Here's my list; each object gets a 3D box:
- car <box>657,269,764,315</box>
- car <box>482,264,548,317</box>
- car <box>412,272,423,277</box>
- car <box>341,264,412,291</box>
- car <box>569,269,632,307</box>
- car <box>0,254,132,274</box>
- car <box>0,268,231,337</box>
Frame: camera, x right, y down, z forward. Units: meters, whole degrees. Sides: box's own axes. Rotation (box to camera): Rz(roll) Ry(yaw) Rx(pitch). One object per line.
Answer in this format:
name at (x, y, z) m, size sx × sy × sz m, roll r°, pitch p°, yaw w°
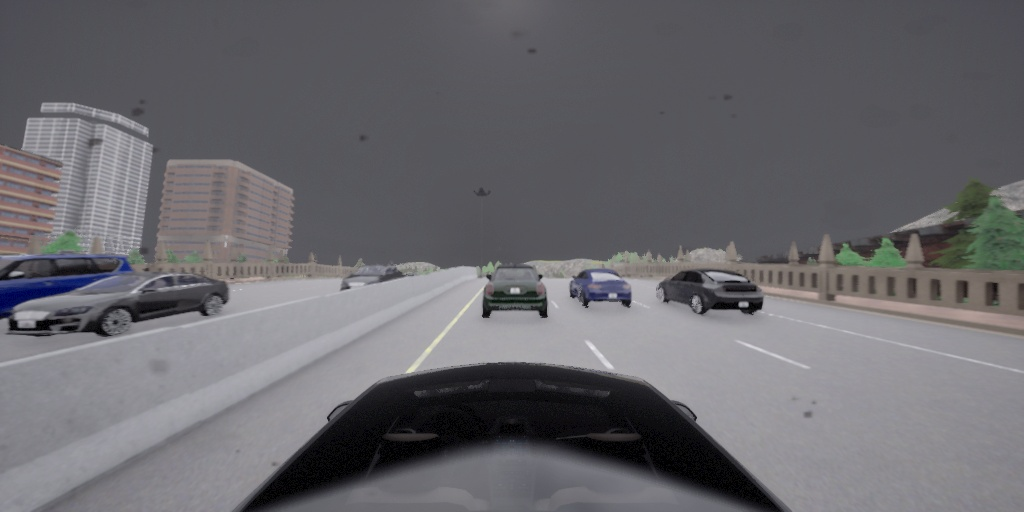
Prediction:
car at (7.097, 1.231, 13.404) m, size 1.837 × 1.490 × 4.892 m, roll 0°, pitch 0°, yaw 0°
car at (0.097, 1.078, 13.170) m, size 2.097 × 1.767 × 4.553 m, roll 0°, pitch 0°, yaw 0°
car at (-14.065, 3.014, 52.272) m, size 1.895 × 1.301 × 4.718 m, roll 0°, pitch -7°, yaw 1°
car at (-7.098, 1.205, 18.723) m, size 2.128 × 1.511 × 4.902 m, roll 0°, pitch 0°, yaw 0°
car at (3.597, 1.248, 15.092) m, size 1.812 × 1.442 × 4.674 m, roll 0°, pitch 0°, yaw 0°
car at (-14.102, 0.953, 10.232) m, size 2.150 × 2.045 × 5.566 m, roll 0°, pitch 0°, yaw 0°
car at (-10.600, 1.223, 10.286) m, size 2.128 × 1.511 × 4.902 m, roll 0°, pitch 0°, yaw 0°
